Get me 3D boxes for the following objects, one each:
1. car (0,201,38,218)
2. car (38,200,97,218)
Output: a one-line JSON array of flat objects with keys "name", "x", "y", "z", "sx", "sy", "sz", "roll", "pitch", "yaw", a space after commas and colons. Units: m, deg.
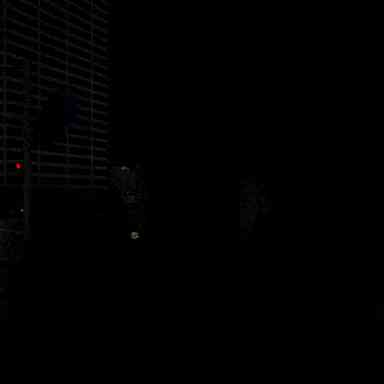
[{"name": "car", "x": -15.521, "y": 1.547, "z": 30.663, "sx": 2.033, "sy": 1.411, "sz": 5.357, "roll": 0, "pitch": 0, "yaw": 35}, {"name": "car", "x": -11.149, "y": 1.478, "z": 30.782, "sx": 1.882, "sy": 1.535, "sz": 5.008, "roll": 0, "pitch": 0, "yaw": 35}]
